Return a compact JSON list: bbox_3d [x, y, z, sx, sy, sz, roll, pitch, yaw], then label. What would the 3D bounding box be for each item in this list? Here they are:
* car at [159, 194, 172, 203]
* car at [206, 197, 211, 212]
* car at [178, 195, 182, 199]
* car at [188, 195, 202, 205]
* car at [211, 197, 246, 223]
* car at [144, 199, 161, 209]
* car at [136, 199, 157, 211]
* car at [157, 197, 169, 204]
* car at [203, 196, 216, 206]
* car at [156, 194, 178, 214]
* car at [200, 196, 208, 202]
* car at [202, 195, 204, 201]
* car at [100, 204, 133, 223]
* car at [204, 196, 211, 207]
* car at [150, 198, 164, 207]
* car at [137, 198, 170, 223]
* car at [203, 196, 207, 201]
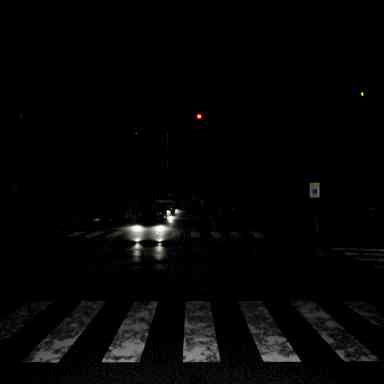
[{"bbox_3d":[-5.466,1.374,68.923,2.192,1.841,5.009,0,0,0],"label":"car"},{"bbox_3d":[2.916,1.588,36.152,1.947,1.339,4.313,0,0,0],"label":"car"},{"bbox_3d":[-2.892,1.525,46.363,2.128,1.511,4.902,0,0,0],"label":"car"},{"bbox_3d":[0.356,1.610,57.956,1.994,1.385,4.181,0,0,0],"label":"car"},{"bbox_3d":[2.869,1.325,25.239,2.192,1.841,5.009,0,0,0],"label":"car"},{"bbox_3d":[-5.561,1.616,47.095,1.802,1.307,4.206,0,0,0],"label":"car"},{"bbox_3d":[-5.585,1.579,41.638,2.008,1.369,4.403,0,0,0],"label":"car"},{"bbox_3d":[-5.490,1.634,63.466,1.802,1.307,4.206,0,0,0],"label":"car"},{"bbox_3d":[3.012,1.486,57.978,1.967,1.590,4.097,0,0,0],"label":"car"},{"bbox_3d":[-2.947,1.241,35.734,2.150,2.045,5.566,0,0,0],"label":"car"},{"bbox_3d":[2.682,1.573,75.896,1.837,1.490,4.892,0,0,0],"label":"car"},{"bbox_3d":[2.988,1.480,52.521,1.967,1.590,4.097,0,0,0],"label":"car"},{"bbox_3d":[-5.656,1.576,25.267,1.947,1.339,4.313,0,0,0],"label":"car"},{"bbox_3d":[2.940,1.579,41.608,2.008,1.369,4.403,0,0,0],"label":"car"},{"bbox_3d":[-5.537,1.622,52.552,1.802,1.307,4.206,0,0,0],"label":"car"},{"bbox_3d":[-2.992,1.489,25.670,1.882,1.535,5.008,0,0,0],"label":"car"},{"bbox_3d":[2.964,1.585,47.065,2.008,1.369,4.403,0,0,0],"label":"car"}]
